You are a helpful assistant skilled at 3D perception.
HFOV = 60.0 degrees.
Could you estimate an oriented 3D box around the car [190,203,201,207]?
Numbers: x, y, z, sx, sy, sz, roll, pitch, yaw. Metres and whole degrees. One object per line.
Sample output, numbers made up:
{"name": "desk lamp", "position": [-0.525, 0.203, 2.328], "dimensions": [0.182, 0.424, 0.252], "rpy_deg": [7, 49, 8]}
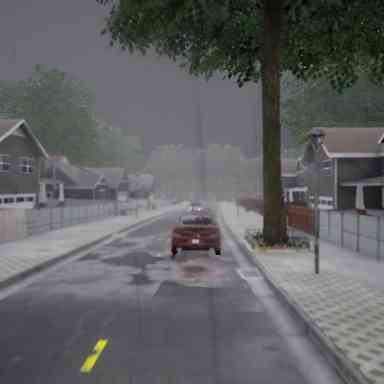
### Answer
{"name": "car", "position": [0.792, 1.885, 28.159], "dimensions": [1.895, 1.301, 4.718], "rpy_deg": [0, -1, 4]}

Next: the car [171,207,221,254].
{"name": "car", "position": [0.220, 1.613, 14.216], "dimensions": [1.882, 1.535, 5.008], "rpy_deg": [0, 0, 2]}

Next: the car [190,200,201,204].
{"name": "car", "position": [0.715, 2.294, 64.462], "dimensions": [1.895, 1.301, 4.718], "rpy_deg": [0, -1, 5]}
